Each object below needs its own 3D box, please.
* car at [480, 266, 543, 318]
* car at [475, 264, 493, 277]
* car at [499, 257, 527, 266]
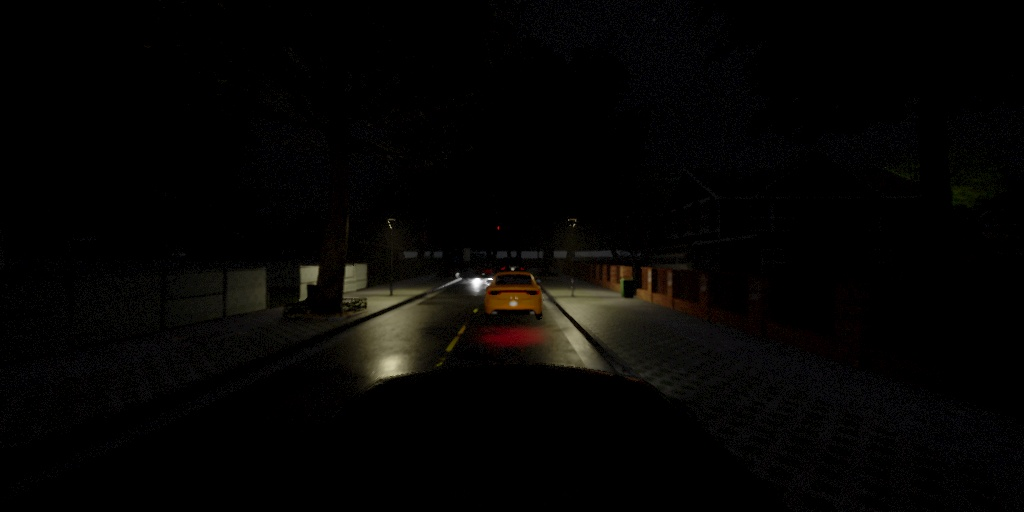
[{"bbox_3d":[0.063,1.304,13.388,1.882,1.535,5.008,0,0,0],"label":"car"},{"bbox_3d":[-2.847,1.519,37.970,1.895,1.301,4.718,0,0,0],"label":"car"},{"bbox_3d":[0.070,1.118,30.270,2.150,2.045,5.566,0,-1,0],"label":"car"}]
